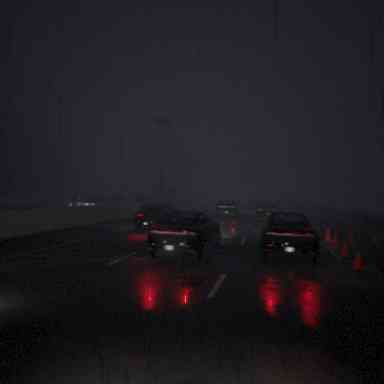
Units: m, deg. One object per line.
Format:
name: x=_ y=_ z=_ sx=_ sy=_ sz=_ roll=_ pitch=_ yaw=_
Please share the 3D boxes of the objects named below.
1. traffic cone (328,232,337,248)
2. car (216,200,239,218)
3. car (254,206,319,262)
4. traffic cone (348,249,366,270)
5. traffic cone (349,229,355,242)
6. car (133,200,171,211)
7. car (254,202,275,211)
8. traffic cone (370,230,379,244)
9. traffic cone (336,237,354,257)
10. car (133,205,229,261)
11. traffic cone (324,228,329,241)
traffic cone: x=6.010 y=2.024 z=13.931 sx=0.340 sy=0.580 sz=0.340 roll=1 pitch=0 yaw=14
car: x=3.215 y=1.456 z=30.061 sx=2.128 sy=1.511 sz=4.902 roll=1 pitch=0 yaw=8
car: x=3.510 y=1.517 z=12.392 sx=2.128 sy=1.511 sz=4.902 roll=1 pitch=0 yaw=13
traffic cone: x=5.027 y=2.018 z=10.054 sx=0.340 sy=0.580 sz=0.340 roll=1 pitch=0 yaw=14
traffic cone: x=7.471 y=2.046 z=15.624 sx=0.340 sy=0.580 sz=0.340 roll=1 pitch=0 yaw=14
car: x=-1.996 y=1.404 z=20.110 sx=1.837 sy=1.490 sz=4.892 roll=1 pitch=1 yaw=12
car: x=6.968 y=1.631 z=31.611 sx=1.895 sy=1.301 sz=4.718 roll=1 pitch=0 yaw=7
traffic cone: x=8.440 y=2.065 z=15.379 sx=0.340 sy=0.580 sz=0.340 roll=1 pitch=0 yaw=14
traffic cone: x=5.518 y=2.021 z=11.993 sx=0.340 sy=0.580 sz=0.340 roll=1 pitch=0 yaw=14
car: x=-0.112 y=1.449 z=12.283 sx=2.128 sy=1.511 sz=4.902 roll=1 pitch=0 yaw=13
traffic cone: x=6.501 y=2.027 z=15.870 sx=0.340 sy=0.580 sz=0.340 roll=1 pitch=0 yaw=14
